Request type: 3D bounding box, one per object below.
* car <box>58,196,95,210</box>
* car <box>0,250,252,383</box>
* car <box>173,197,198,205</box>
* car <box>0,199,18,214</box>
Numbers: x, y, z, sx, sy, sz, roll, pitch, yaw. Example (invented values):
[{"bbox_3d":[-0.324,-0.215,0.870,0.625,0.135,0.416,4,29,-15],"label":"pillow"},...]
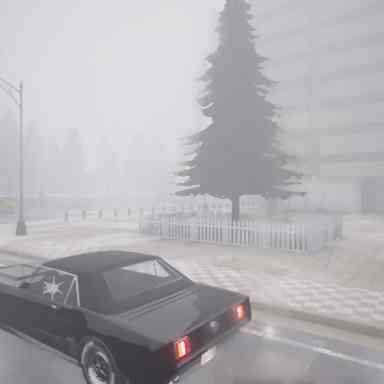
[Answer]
[{"bbox_3d":[-14.599,1.345,42.105,2.097,1.767,4.553,0,0,36],"label":"car"},{"bbox_3d":[-1.606,1.600,5.153,4.718,1.301,1.895,0,0,36],"label":"car"},{"bbox_3d":[-1.074,1.539,60.733,2.033,1.411,5.357,0,0,36],"label":"car"},{"bbox_3d":[-20.495,1.469,33.927,1.882,1.535,5.008,0,0,36],"label":"car"}]
